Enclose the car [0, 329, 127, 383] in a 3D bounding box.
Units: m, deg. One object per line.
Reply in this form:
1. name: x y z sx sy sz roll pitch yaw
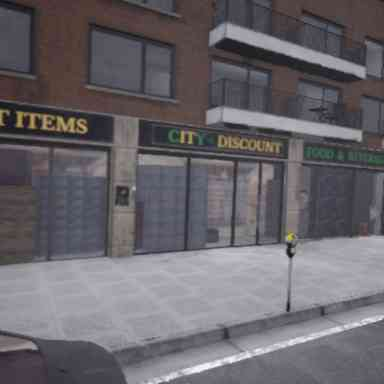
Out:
1. car: -2.347 1.401 1.135 4.403 1.369 2.008 1 2 -29
